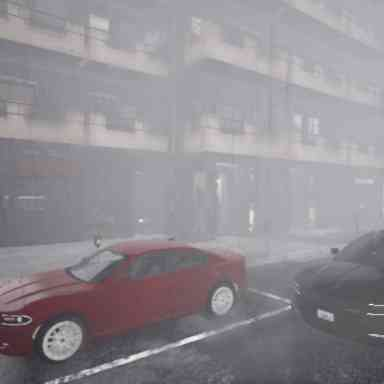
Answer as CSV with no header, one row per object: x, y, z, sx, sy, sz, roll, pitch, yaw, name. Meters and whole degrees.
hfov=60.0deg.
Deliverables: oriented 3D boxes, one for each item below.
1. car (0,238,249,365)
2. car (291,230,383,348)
-0.984,1.558,5.857,4.507,1.381,1.887,0,0,-36,car
3.926,1.489,6.213,5.008,1.535,1.882,0,0,-36,car
